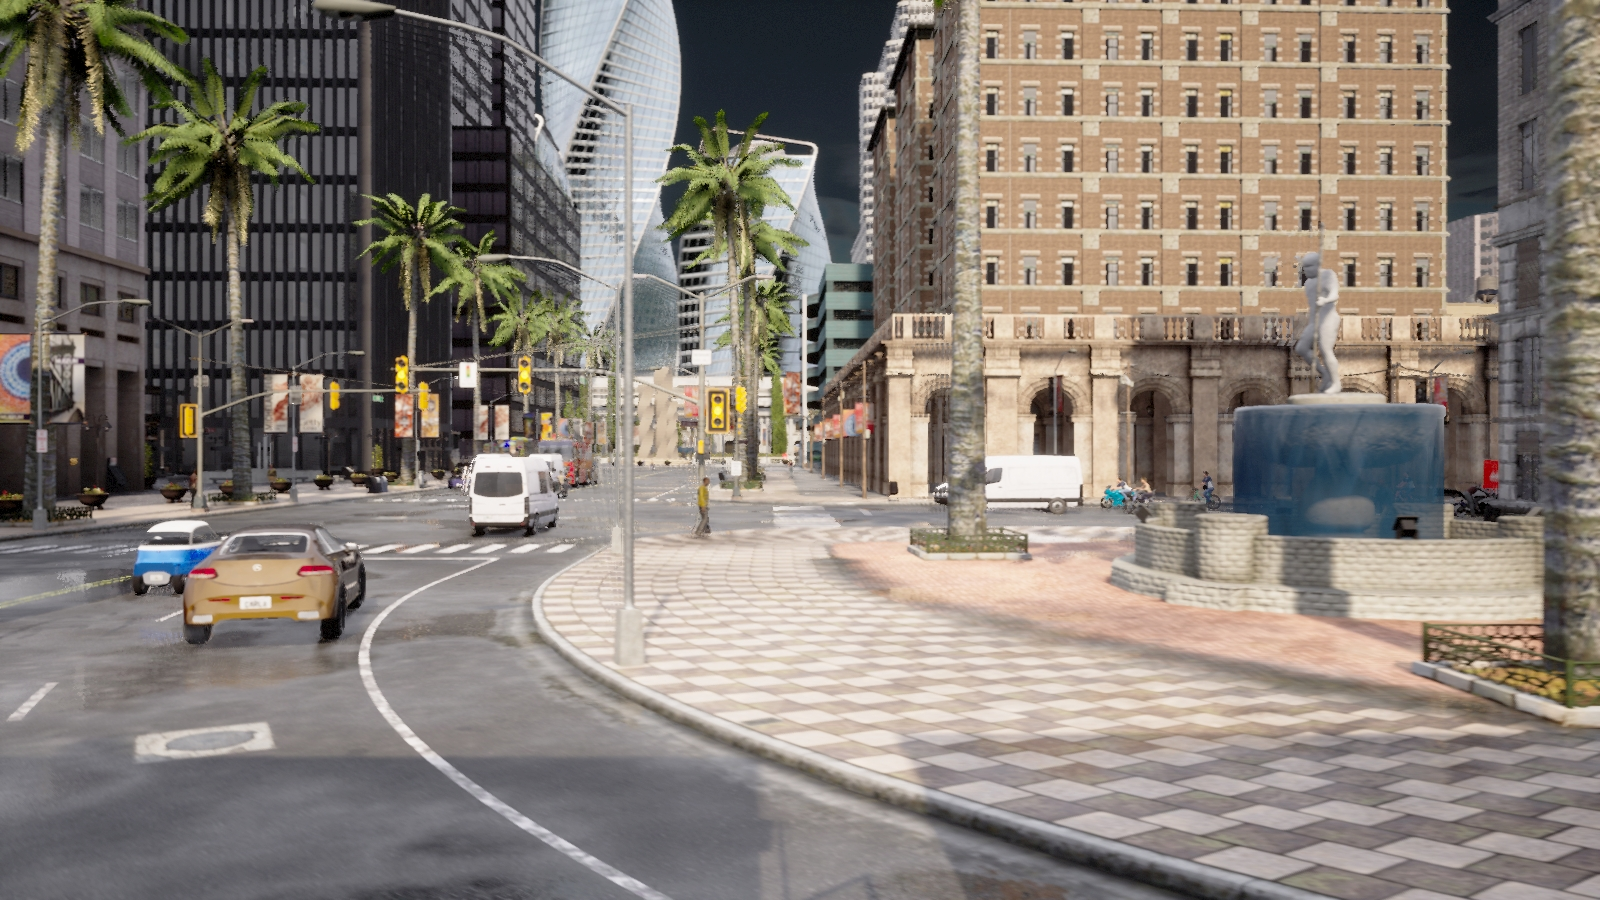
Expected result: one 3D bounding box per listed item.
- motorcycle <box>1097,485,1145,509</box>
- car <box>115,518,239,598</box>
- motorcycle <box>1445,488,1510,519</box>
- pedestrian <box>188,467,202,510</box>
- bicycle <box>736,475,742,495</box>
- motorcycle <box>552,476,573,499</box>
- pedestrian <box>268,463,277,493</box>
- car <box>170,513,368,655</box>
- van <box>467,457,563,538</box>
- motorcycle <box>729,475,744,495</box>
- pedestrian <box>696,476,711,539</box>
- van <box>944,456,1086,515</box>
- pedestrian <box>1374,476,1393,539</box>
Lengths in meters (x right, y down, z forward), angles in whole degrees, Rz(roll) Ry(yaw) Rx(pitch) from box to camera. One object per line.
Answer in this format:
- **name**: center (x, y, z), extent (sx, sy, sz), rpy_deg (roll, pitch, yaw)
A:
- **motorcycle**: center (15.290, 2.230, 54.405), extent (2.033, 1.145, 0.803), rpy_deg (0, 0, -1)
- **car**: center (-12.484, 2.124, 23.003), extent (1.481, 1.376, 2.207), rpy_deg (0, 0, -7)
- **motorcycle**: center (28.301, 2.223, 47.724), extent (2.209, 1.251, 0.867), rpy_deg (0, 0, -1)
- **pedestrian**: center (-26.680, 1.705, 50.381), extent (0.375, 1.860, 0.375), rpy_deg (0, 0, 14)
- **bicycle**: center (-3.858, 2.224, 72.216), extent (0.373, 1.196, 1.643), rpy_deg (0, 0, -1)
- **motorcycle**: center (-13.852, 2.184, 66.591), extent (0.764, 1.277, 2.356), rpy_deg (0, 0, -1)
- **pedestrian**: center (-32.641, 1.711, 70.710), extent (0.375, 1.860, 0.375), rpy_deg (0, 0, 0)
- **car**: center (-8.324, 1.995, 18.412), extent (2.152, 1.651, 5.027), rpy_deg (0, 0, -16)
- **van**: center (-9.774, 1.542, 39.621), extent (1.988, 2.561, 5.915), rpy_deg (0, 0, -1)
- **motorcycle**: center (-4.024, 2.223, 72.632), extent (0.867, 1.251, 2.209), rpy_deg (0, 0, -1)
- **pedestrian**: center (-2.882, 1.704, 34.166), extent (0.375, 1.860, 0.375), rpy_deg (0, 0, 6)
- **van**: center (9.500, 1.549, 50.776), extent (5.915, 2.561, 1.988), rpy_deg (0, 0, -1)
- **pedestrian**: center (17.464, 1.708, 34.185), extent (0.375, 1.860, 0.375), rpy_deg (0, 0, -7)
